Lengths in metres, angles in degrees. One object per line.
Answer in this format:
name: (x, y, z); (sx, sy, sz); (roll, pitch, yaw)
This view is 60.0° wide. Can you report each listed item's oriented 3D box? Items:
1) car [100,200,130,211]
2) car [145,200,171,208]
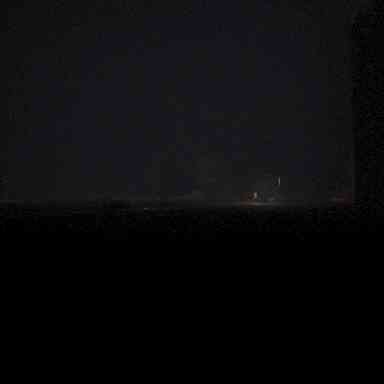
car: (-10.712, 1.887, 46.363); (1.812, 1.442, 4.674); (-1, -1, 35)
car: (-5.902, 2.070, 58.179); (2.033, 1.411, 5.357); (-1, -1, 35)
